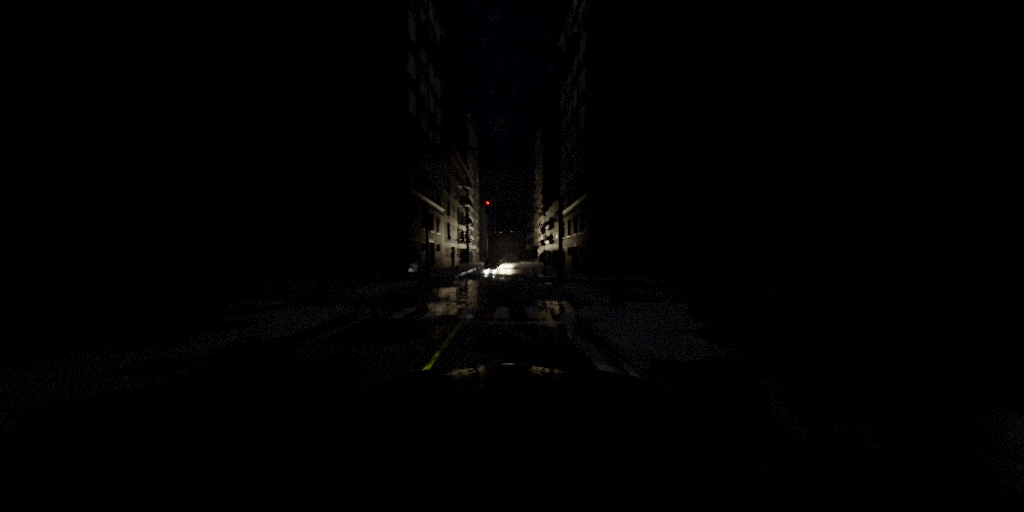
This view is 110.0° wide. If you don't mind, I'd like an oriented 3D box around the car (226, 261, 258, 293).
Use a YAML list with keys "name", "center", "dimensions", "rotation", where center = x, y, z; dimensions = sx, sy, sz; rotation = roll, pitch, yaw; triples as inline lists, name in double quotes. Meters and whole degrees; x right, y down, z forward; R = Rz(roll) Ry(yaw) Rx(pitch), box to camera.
- name: "car"
  center: [-14.959, 0.834, 16.705]
  dimensions: [5.009, 1.841, 2.192]
  rotation: [0, 0, 0]

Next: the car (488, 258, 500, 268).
- name: "car"
  center: [-2.994, 1.114, 60.328]
  dimensions: [1.882, 1.535, 5.008]
  rotation: [0, 1, 0]

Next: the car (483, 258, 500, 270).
- name: "car"
  center: [-2.995, 1.162, 50.678]
  dimensions: [2.128, 1.511, 4.902]
  rotation: [0, 1, 0]
